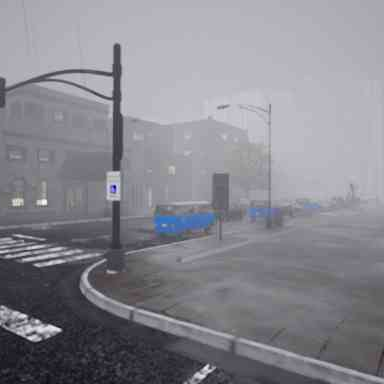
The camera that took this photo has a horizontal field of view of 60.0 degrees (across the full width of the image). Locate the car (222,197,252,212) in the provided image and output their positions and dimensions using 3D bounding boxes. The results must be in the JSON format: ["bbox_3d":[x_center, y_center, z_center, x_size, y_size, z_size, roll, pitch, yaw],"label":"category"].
[{"bbox_3d":[5.577,1.495,40.693,1.967,1.590,4.097,0,0,35],"label":"car"}]

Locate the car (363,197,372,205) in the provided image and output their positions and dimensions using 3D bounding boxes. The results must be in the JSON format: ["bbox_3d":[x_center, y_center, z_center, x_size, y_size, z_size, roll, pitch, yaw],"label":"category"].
[{"bbox_3d":[34.658,1.803,67.470,1.887,1.381,4.507,0,0,35],"label":"car"}]

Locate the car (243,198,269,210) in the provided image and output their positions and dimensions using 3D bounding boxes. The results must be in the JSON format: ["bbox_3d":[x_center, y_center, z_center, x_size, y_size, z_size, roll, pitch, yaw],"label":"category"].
[{"bbox_3d":[8.753,1.617,45.209,1.887,1.381,4.507,0,0,35],"label":"car"}]

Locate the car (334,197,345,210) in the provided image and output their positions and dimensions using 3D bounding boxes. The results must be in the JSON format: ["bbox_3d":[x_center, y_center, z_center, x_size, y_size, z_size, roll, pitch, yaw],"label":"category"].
[{"bbox_3d":[18.773,1.722,44.888,1.947,1.339,4.313,0,0,35],"label":"car"}]

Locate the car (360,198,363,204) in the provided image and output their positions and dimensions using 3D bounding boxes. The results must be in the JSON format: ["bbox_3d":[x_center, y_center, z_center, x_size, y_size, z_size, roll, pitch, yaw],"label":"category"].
[{"bbox_3d":[28.403,1.741,58.576,1.752,1.417,4.829,0,0,35],"label":"car"}]

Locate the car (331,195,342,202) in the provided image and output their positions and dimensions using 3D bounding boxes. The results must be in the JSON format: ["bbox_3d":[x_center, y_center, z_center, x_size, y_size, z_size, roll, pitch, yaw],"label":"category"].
[{"bbox_3d":[37.345,1.700,85.854,1.967,1.590,4.097,0,0,35],"label":"car"}]

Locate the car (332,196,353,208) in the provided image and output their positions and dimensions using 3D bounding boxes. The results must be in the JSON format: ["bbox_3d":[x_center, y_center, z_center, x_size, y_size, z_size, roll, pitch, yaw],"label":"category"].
[{"bbox_3d":[21.952,1.490,49.405,2.192,1.841,5.009,0,0,35],"label":"car"}]

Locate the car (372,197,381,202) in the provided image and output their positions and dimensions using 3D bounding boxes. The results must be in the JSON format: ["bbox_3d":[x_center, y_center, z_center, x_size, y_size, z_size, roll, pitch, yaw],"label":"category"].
[{"bbox_3d":[44.189,1.892,81.019,1.947,1.339,4.313,0,0,35],"label":"car"}]

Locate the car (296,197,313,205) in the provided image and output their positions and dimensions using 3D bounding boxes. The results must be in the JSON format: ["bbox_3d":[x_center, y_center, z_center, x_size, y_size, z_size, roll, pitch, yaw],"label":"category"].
[{"bbox_3d":[21.461,1.693,63.273,1.887,1.381,4.507,0,0,35],"label":"car"}]

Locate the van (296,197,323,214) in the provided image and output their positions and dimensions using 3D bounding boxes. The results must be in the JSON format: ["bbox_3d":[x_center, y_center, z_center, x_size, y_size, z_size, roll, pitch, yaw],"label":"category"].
[{"bbox_3d":[12.421,1.462,35.855,1.690,1.788,3.998,0,0,35],"label":"van"}]

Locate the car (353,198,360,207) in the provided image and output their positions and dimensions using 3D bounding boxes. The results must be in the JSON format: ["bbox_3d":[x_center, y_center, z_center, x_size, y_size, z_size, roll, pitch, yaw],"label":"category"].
[{"bbox_3d":[25.129,1.510,53.921,2.192,1.841,5.009,0,0,35],"label":"car"}]

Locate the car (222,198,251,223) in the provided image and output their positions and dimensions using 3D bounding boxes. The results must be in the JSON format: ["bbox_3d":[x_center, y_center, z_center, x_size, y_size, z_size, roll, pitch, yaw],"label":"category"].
[{"bbox_3d":[2.498,1.412,26.246,2.097,1.767,4.553,1,0,35],"label":"car"}]

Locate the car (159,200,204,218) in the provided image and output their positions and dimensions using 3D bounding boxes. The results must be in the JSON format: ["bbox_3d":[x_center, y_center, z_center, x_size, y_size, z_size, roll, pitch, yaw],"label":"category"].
[{"bbox_3d":[-0.875,1.547,31.520,1.752,1.417,4.829,0,0,35],"label":"car"}]

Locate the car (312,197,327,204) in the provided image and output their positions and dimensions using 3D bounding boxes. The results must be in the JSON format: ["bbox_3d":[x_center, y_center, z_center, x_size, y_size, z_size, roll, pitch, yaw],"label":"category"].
[{"bbox_3d":[27.716,1.716,72.166,1.752,1.417,4.829,0,0,35],"label":"car"}]

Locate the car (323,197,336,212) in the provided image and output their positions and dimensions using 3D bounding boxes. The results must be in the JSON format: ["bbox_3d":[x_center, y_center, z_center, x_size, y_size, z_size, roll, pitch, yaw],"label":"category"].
[{"bbox_3d":[15.695,1.664,40.511,1.752,1.417,4.829,0,0,35],"label":"car"}]

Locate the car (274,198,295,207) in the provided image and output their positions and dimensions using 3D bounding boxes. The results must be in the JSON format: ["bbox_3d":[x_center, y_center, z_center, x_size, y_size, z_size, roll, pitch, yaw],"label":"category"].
[{"bbox_3d":[15.107,1.654,54.241,1.887,1.381,4.507,0,0,35],"label":"car"}]

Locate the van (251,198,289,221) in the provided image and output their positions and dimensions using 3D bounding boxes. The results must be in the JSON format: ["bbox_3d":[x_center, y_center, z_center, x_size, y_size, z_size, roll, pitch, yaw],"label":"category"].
[{"bbox_3d":[6.067,1.429,26.823,1.690,1.788,3.998,0,0,35],"label":"van"}]

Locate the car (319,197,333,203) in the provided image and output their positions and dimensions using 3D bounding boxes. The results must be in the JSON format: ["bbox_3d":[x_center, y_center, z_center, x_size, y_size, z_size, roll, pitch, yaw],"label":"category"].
[{"bbox_3d":[30.991,1.780,76.822,1.947,1.339,4.313,0,0,35],"label":"car"}]

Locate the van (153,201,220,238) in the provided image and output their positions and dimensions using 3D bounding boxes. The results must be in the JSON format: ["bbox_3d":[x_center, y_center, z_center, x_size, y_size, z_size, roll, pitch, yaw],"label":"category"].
[{"bbox_3d":[-0.287,1.400,17.790,1.690,1.788,3.998,0,0,35],"label":"van"}]

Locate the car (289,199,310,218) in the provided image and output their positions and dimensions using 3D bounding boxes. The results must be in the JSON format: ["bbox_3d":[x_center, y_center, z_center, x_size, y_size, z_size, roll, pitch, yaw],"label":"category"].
[{"bbox_3d":[9.243,1.649,31.339,1.887,1.381,4.507,0,0,35],"label":"car"}]
